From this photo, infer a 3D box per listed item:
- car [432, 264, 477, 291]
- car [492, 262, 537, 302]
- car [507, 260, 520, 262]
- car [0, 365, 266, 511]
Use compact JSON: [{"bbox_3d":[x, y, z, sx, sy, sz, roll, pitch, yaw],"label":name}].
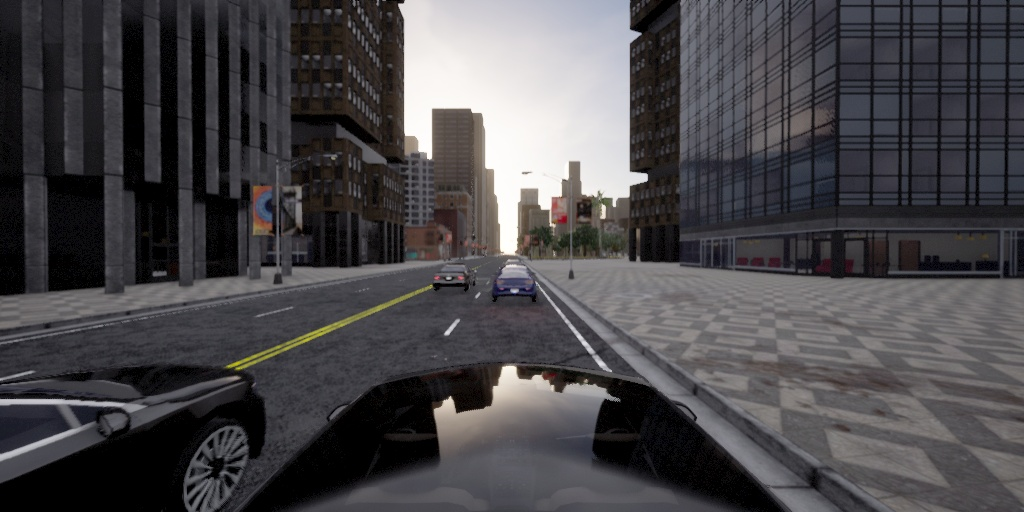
[{"bbox_3d":[-3.146,1.147,20.379,2.033,1.411,5.357,0,0,0],"label":"car"},{"bbox_3d":[0.102,1.160,16.205,1.812,1.442,4.674,0,0,0],"label":"car"},{"bbox_3d":[0.105,1.055,33.422,1.994,1.385,4.181,0,0,0],"label":"car"},{"bbox_3d":[-3.150,1.245,1.270,2.128,1.511,4.902,0,0,0],"label":"car"}]
